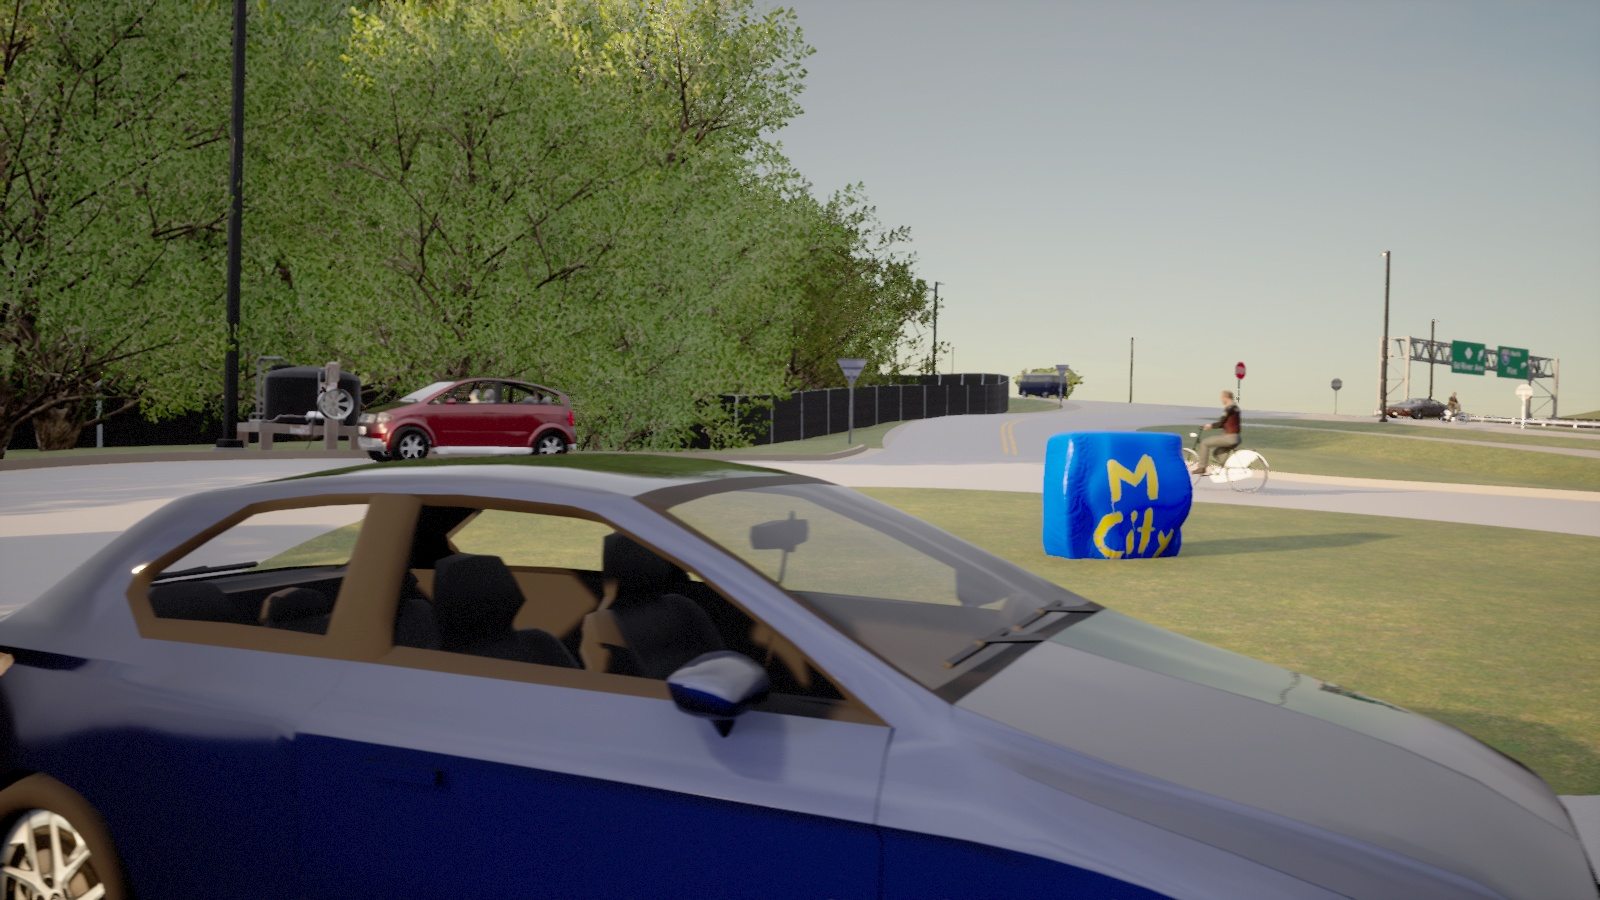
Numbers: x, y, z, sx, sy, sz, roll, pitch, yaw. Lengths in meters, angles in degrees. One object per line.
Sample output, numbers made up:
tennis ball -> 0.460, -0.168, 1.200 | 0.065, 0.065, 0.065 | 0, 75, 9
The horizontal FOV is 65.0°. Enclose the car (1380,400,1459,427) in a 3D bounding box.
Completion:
car -> 39.998, -2.339, 81.064 | 5.357, 1.411, 2.033 | 1, 4, -33

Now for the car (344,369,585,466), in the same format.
car -> -5.925, -0.555, 22.293 | 3.705, 1.549, 1.789 | 1, 2, -35

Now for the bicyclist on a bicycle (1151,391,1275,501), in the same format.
bicyclist on a bicycle -> 7.121, -0.098, 21.727 | 1.843, 1.776, 0.659 | 4, 4, 39

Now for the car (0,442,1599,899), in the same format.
car -> -0.260, 0.756, 3.313 | 4.193, 1.474, 1.816 | 1, 1, 26
